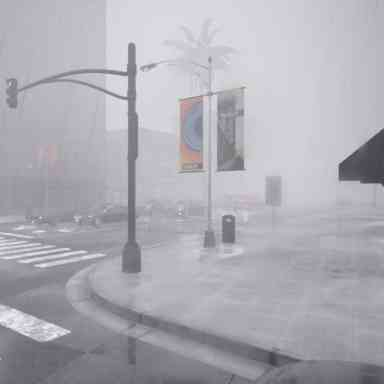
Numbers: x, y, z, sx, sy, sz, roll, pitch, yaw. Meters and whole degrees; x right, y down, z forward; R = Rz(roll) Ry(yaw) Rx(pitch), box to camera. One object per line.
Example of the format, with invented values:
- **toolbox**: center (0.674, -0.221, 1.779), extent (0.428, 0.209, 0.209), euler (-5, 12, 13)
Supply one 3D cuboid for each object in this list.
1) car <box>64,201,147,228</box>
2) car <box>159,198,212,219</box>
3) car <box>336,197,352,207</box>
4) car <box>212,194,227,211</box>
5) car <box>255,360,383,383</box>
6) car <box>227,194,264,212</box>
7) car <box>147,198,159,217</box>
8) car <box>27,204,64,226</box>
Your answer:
- **car**: center (-5.708, 1.513, 22.566), extent (2.128, 1.511, 4.902), euler (0, 0, 35)
- **car**: center (-0.503, 1.389, 29.941), extent (2.097, 1.767, 4.553), euler (0, 0, 35)
- **car**: center (24.722, 1.621, 54.066), extent (2.128, 1.511, 4.902), euler (0, 0, 35)
- **car**: center (4.619, 1.284, 42.814), extent (2.150, 2.045, 5.566), euler (0, 0, 35)
- **car**: center (2.147, 1.551, 1.315), extent (4.403, 1.369, 2.008), euler (0, 0, 36)
- **car**: center (6.889, 1.287, 40.401), extent (2.150, 2.045, 5.566), euler (0, 0, 35)
- **car**: center (-3.443, 1.384, 31.411), extent (2.097, 1.767, 4.553), euler (0, 0, 35)
- **car**: center (-8.825, 1.563, 23.795), extent (2.033, 1.411, 5.357), euler (0, 0, 35)
